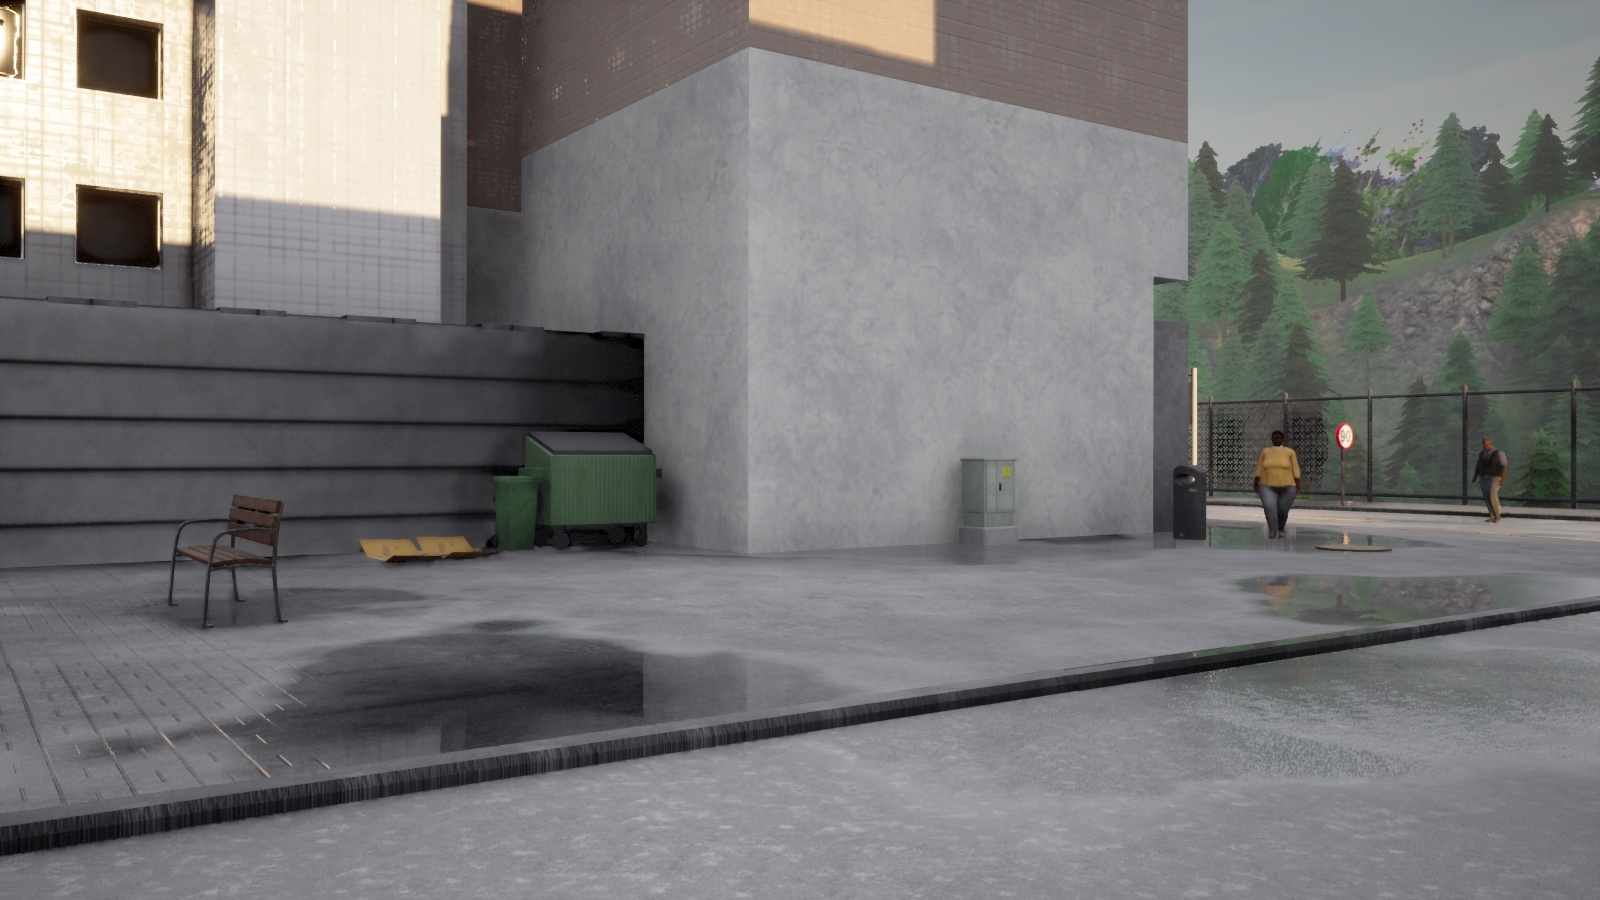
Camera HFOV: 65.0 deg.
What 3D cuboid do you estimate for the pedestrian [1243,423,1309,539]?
[{"bbox_3d":[7.808,0.496,20.577,0.874,1.855,0.900,0,0,29],"label":"pedestrian"}]

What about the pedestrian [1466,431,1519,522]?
[{"bbox_3d":[14.502,0.547,26.305,0.849,1.883,0.563,0,0,-22],"label":"pedestrian"}]
